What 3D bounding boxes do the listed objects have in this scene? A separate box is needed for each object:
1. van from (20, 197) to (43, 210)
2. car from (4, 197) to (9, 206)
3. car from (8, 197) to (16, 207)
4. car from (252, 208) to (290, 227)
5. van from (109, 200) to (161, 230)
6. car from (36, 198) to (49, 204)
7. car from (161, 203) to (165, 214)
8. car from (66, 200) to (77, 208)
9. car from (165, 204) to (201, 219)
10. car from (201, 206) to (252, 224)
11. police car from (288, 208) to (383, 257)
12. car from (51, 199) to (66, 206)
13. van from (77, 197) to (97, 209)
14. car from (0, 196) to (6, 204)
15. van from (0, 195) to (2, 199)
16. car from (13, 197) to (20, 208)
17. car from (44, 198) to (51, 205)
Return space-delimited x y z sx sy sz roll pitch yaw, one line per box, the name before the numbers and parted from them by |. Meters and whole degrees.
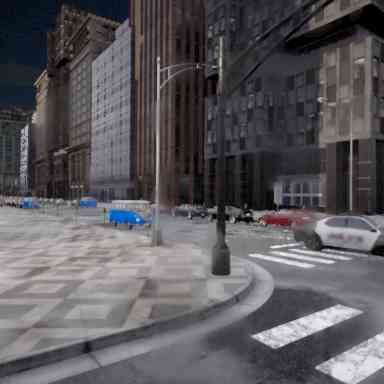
van | -23.732 1.666 49.045 1.690 1.788 3.998 0 0 -36
car | -33.631 2.017 62.798 1.802 1.307 4.206 0 0 -36
car | -30.331 1.943 58.213 1.887 1.381 4.507 0 0 -36
car | 6.279 1.717 21.935 1.802 1.307 4.206 0 0 -36
van | -3.934 1.436 21.535 1.690 1.788 3.998 0 -1 -36
car | -36.614 2.173 81.537 2.008 1.369 4.403 0 0 -36
car | -3.619 1.835 35.689 1.802 1.307 4.206 0 0 -36
car | -20.117 1.992 58.613 2.008 1.369 4.403 0 0 -36
car | -0.320 1.765 31.105 2.008 1.369 4.403 0 0 -36
car | 2.980 1.741 26.520 1.947 1.339 4.313 0 0 -36
police car | 6.234 1.530 11.973 2.038 1.542 4.974 0 -1 -36
car | -26.815 2.041 67.921 1.752 1.417 4.829 0 0 -36
van | -16.817 1.746 54.030 1.690 1.788 3.998 0 0 -36
car | -36.930 2.021 67.383 2.008 1.369 4.403 0 0 -36
van | -43.530 1.883 76.554 1.690 1.788 3.998 0 0 -36
car | -27.032 1.928 53.628 1.947 1.339 4.313 0 0 -36
car | -30.015 2.101 72.367 2.008 1.369 4.403 0 0 -36
